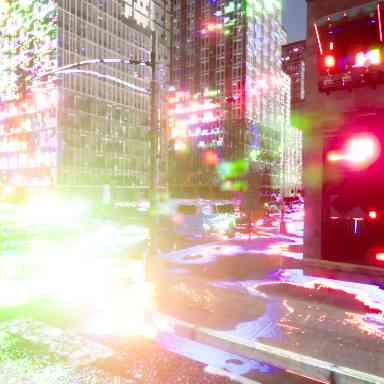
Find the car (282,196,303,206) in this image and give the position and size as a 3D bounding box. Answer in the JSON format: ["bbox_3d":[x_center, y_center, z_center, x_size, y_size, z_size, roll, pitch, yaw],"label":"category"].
[{"bbox_3d":[16.184,1.365,53.348,1.752,1.417,4.829,1,1,35],"label":"car"}]

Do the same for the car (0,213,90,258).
[{"bbox_3d":[-6.231,1.606,11.579,1.895,1.301,4.718,1,1,35],"label":"car"}]

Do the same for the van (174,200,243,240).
[{"bbox_3d":[0.787,1.368,17.017,1.690,1.788,3.998,1,1,35],"label":"van"}]

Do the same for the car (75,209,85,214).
[{"bbox_3d":[-6.061,1.467,21.854,1.947,1.339,4.313,1,1,35],"label":"car"}]

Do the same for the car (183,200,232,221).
[{"bbox_3d":[1.411,1.449,27.942,1.812,1.442,4.674,1,1,35],"label":"car"}]

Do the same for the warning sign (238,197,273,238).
[{"bbox_3d":[3.071,1.177,16.130,1.300,1.860,1.060,1,1,35],"label":"warning sign"}]

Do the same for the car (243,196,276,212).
[{"bbox_3d":[6.839,1.385,35.610,1.882,1.535,5.008,1,1,35],"label":"car"}]

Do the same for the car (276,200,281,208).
[{"bbox_3d":[9.899,1.294,44.448,1.967,1.590,4.097,1,1,35],"label":"car"}]

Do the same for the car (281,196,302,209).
[{"bbox_3d":[13.053,1.439,44.334,2.033,1.411,5.357,1,1,36],"label":"car"}]

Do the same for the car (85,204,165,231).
[{"bbox_3d":[-3.844,1.541,20.505,1.895,1.301,4.718,1,1,35],"label":"car"}]
